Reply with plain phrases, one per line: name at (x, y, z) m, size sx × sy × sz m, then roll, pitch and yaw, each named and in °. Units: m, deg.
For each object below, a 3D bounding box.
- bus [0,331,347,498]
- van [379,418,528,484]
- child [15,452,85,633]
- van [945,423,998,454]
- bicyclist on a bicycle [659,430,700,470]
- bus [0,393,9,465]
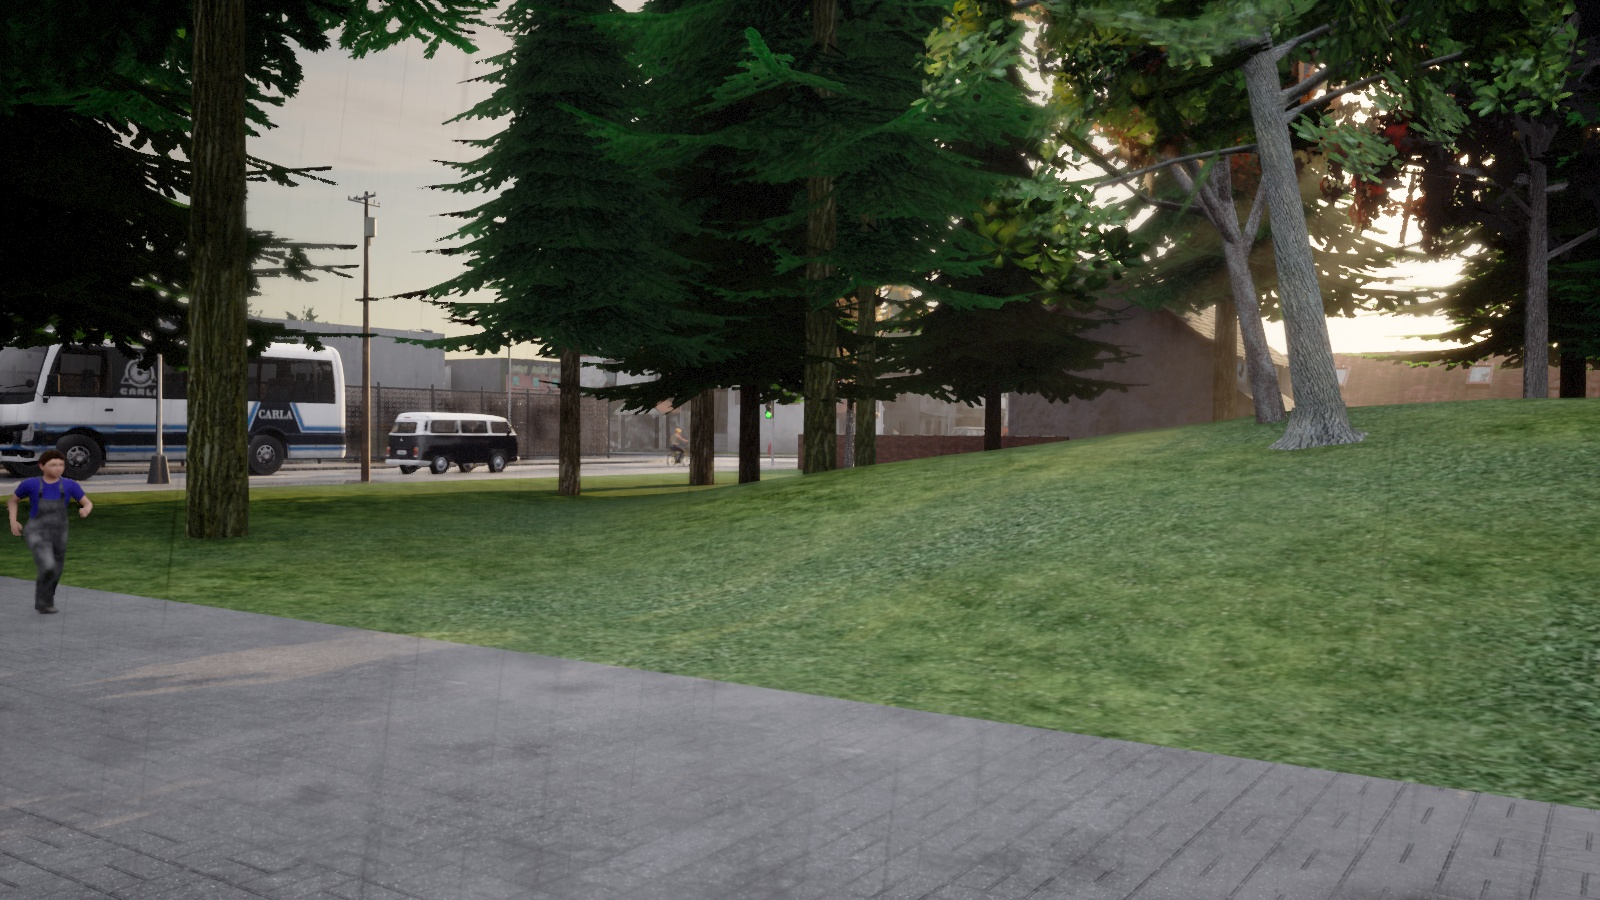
bus at (-19.142, -0.982, 37.384) m, size 3.944 × 4.253 × 10.273 m, roll 0°, pitch 1°, yaw 33°
van at (-11.450, -0.008, 41.737) m, size 2.069 × 2.038 × 4.480 m, roll 0°, pitch 1°, yaw 34°
child at (-5.399, 0.647, 9.037) m, size 0.437 × 1.263 × 0.270 m, roll 0°, pitch 1°, yaw 37°
van at (11.444, -0.759, 83.486) m, size 1.775 × 1.987 × 4.442 m, roll 0°, pitch 1°, yaw 33°
bicyclist on a bicycle at (-4.941, 0.009, 51.547) m, size 0.866 × 1.612 × 1.509 m, roll 0°, pitch 1°, yaw 34°
bus at (-51.309, -1.151, 71.100) m, size 3.944 × 4.253 × 10.273 m, roll 0°, pitch 1°, yaw 37°
